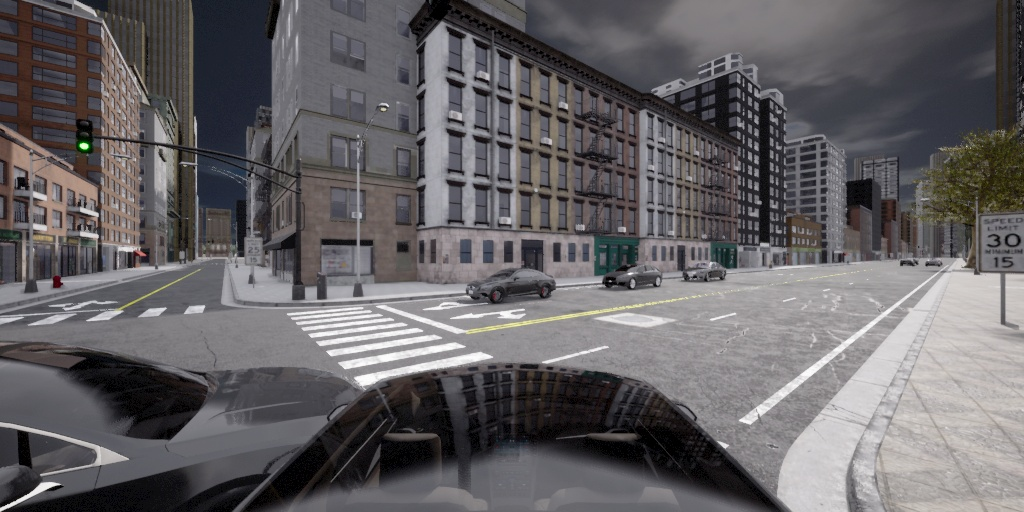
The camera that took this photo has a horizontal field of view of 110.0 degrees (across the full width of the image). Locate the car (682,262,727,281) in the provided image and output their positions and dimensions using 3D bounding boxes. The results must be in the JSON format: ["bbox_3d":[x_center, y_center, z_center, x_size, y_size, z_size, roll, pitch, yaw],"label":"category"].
[{"bbox_3d":[15.834,1.237,29.413,4.902,1.511,2.128,0,0,-38],"label":"car"}]

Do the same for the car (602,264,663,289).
[{"bbox_3d":[7.787,1.259,22.989,4.892,1.490,1.837,0,0,-39],"label":"car"}]

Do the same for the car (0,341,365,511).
[{"bbox_3d":[-3.212,1.257,1.856,4.892,1.490,1.837,0,0,-34],"label":"car"}]

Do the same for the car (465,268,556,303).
[{"bbox_3d":[0.059,1.287,16.809,4.674,1.442,1.812,0,0,-39],"label":"car"}]
